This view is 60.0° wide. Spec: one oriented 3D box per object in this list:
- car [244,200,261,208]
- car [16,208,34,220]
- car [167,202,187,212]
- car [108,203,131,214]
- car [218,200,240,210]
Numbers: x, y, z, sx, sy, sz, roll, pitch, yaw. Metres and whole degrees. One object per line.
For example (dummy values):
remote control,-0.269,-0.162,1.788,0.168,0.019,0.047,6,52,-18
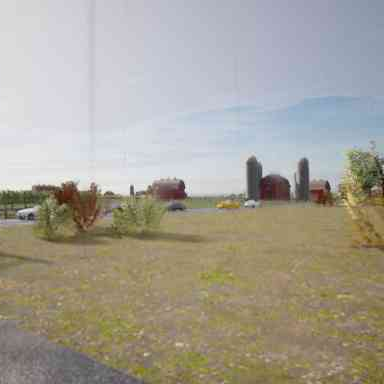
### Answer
car,11.707,2.335,64.053,1.812,1.442,4.674,-2,-2,36
car,-14.922,1.975,33.091,1.812,1.442,4.674,-2,-2,36
car,-2.957,2.219,49.764,2.033,1.411,5.357,-2,-2,36
car,-9.031,2.050,41.305,2.128,1.511,4.902,-2,-2,36
car,6.278,2.184,56.433,1.882,1.535,5.008,-2,-2,37
